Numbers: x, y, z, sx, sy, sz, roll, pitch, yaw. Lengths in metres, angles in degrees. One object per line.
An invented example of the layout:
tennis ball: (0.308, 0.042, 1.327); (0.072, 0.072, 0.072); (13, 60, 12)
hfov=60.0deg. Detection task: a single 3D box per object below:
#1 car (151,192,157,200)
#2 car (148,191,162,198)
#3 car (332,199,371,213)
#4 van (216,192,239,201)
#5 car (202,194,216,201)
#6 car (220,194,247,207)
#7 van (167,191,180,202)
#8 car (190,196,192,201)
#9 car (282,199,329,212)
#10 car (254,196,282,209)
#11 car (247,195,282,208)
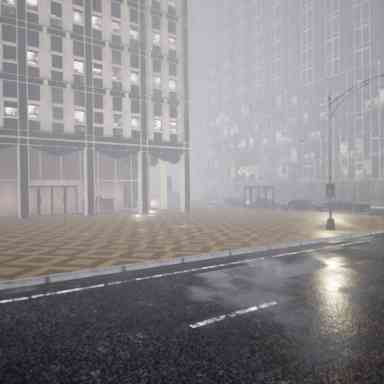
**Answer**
car: (-9.808, 1.038, 69.298); (2.008, 1.369, 4.403); (0, 1, -34)
car: (-9.284, 0.684, 83.407); (1.967, 1.590, 4.097); (0, 1, -34)
car: (16.373, 1.440, 35.465); (1.895, 1.301, 4.718); (-1, 1, -34)
van: (6.719, 0.853, 59.922); (1.690, 1.788, 3.998); (-1, 1, -34)
car: (3.519, 1.041, 64.622); (1.802, 1.307, 4.206); (-1, 1, -34)
car: (6.150, 1.318, 45.786); (1.947, 1.339, 4.313); (-1, 1, -34)
van: (-3.406, 0.935, 59.902); (1.690, 1.788, 3.998); (0, 1, -34)
car: (-1.929, 0.890, 62.466); (2.097, 1.767, 4.553); (-1, 1, -34)
car: (12.489, 1.422, 36.348); (1.947, 1.339, 4.313); (-1, 1, -34)
car: (9.302, 1.386, 41.057); (1.802, 1.307, 4.206); (-1, 1, -34)
car: (9.747, 1.258, 45.190); (1.812, 1.442, 4.674); (-1, 1, -34)
